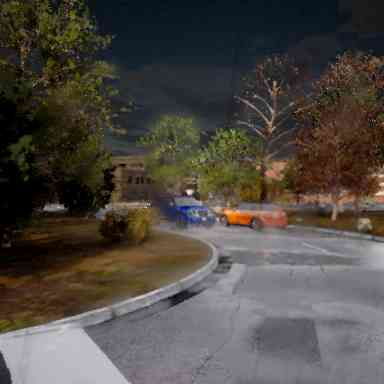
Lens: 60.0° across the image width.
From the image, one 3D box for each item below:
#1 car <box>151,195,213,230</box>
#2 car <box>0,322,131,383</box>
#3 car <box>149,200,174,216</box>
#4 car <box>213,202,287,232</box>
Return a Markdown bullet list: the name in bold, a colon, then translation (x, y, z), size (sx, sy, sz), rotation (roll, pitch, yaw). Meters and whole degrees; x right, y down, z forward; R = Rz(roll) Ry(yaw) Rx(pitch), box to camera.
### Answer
- **car**: translation (-0.791, 1.232, 21.435), size (2.150, 2.045, 5.566), rotation (0, -1, -33)
- **car**: translation (-2.636, 1.617, 1.588), size (4.718, 1.301, 1.895), rotation (-1, 0, -34)
- **car**: translation (-3.239, 1.619, 34.473), size (1.994, 1.385, 4.181), rotation (0, 0, -13)
- **car**: translation (3.655, 1.384, 20.672), size (2.097, 1.767, 4.553), rotation (1, 0, -31)
